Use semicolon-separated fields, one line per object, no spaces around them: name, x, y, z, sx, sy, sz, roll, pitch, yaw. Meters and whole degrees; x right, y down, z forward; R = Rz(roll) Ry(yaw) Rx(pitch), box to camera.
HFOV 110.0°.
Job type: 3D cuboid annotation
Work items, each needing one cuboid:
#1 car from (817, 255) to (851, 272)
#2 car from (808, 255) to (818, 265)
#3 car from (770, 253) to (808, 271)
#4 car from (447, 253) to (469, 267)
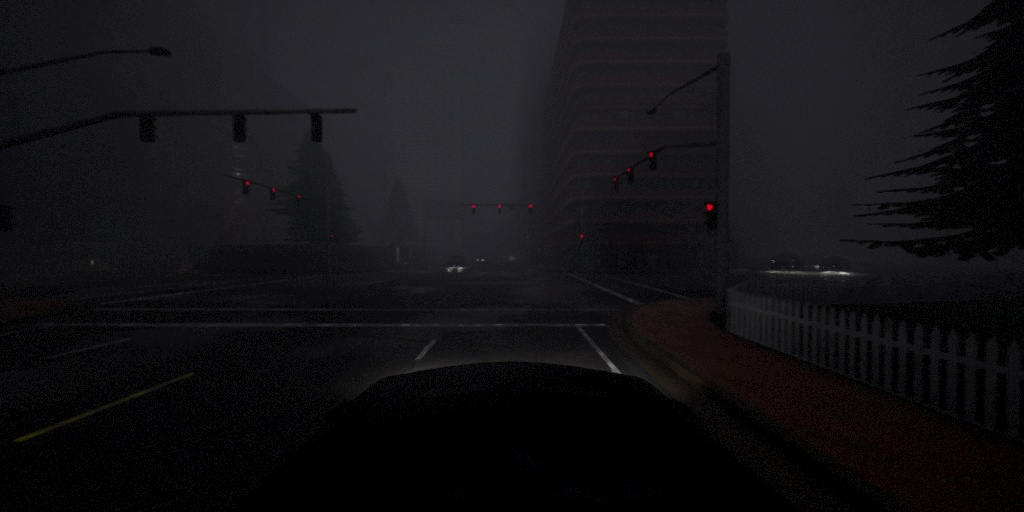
car;31.048;0.748;34.352;4.181;1.385;1.994;-1;1;-44
car;41.059;0.511;48.814;2.033;1.411;5.357;0;1;20
car;27.603;0.510;35.921;4.553;1.767;2.097;-1;1;-42
car;-7.002;0.629;45.599;2.033;1.411;5.357;0;1;0
